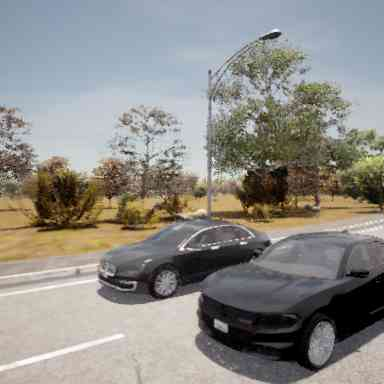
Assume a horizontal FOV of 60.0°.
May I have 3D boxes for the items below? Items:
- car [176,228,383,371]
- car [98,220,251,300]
[{"bbox_3d":[2.338,1.487,5.920,5.008,1.535,1.882,0,0,-38],"label":"car"},{"bbox_3d":[0.063,1.523,8.592,4.892,1.490,1.837,0,0,-38],"label":"car"}]
